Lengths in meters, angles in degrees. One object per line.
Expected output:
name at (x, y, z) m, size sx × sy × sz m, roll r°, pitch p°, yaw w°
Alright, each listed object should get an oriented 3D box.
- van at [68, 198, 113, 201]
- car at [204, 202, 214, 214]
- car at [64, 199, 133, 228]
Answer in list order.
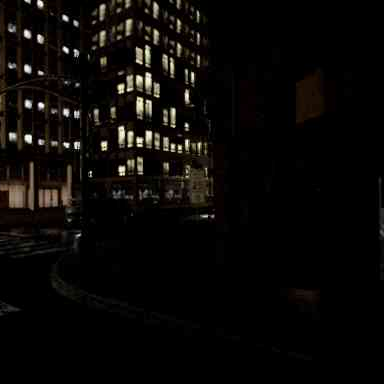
van at (-7.369, 1.333, 24.465) m, size 1.690 × 1.788 × 3.998 m, roll -1°, pitch -1°, yaw 36°
car at (2.960, 1.549, 34.411) m, size 1.994 × 1.385 × 4.181 m, roll -1°, pitch -1°, yaw 36°
car at (-6.025, 1.460, 21.932) m, size 1.837 × 1.490 × 4.892 m, roll -1°, pitch 0°, yaw 33°
